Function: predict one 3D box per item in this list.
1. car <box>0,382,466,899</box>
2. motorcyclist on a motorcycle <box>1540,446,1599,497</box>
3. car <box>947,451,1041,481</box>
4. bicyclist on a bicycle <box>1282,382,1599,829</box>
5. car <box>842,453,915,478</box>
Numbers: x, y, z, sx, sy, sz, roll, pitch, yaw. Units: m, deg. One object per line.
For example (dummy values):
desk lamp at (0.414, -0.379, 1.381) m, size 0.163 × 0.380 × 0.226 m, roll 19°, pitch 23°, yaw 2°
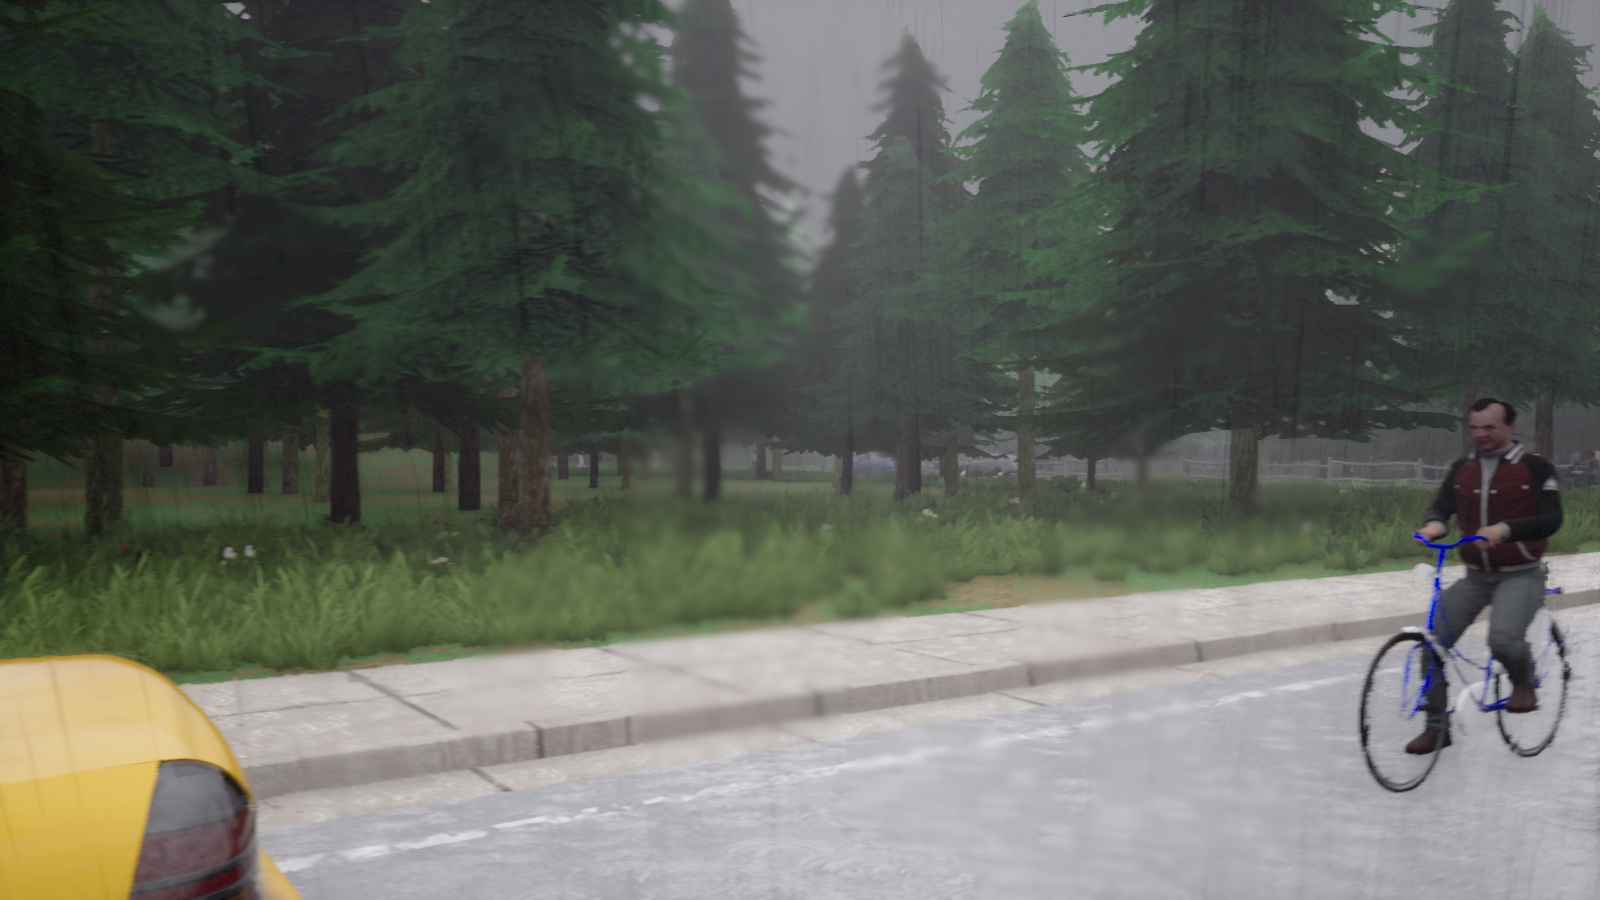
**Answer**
car at (-3.291, 0.694, 1.371) m, size 5.366 × 1.575 × 1.801 m, roll 0°, pitch 0°, yaw -35°
motorcyclist on a motorcycle at (26.098, 0.708, 41.859) m, size 0.766 × 1.649 × 2.350 m, roll 0°, pitch 0°, yaw -32°
car at (10.148, 0.814, 65.967) m, size 2.128 × 1.511 × 4.902 m, roll 0°, pitch 0°, yaw -34°
bicyclist on a bicycle at (3.074, 0.623, 5.798) m, size 1.843 × 1.776 × 0.659 m, roll 0°, pitch 0°, yaw -35°
car at (4.617, 0.916, 74.246) m, size 1.812 × 1.442 × 4.674 m, roll 0°, pitch 0°, yaw -34°
